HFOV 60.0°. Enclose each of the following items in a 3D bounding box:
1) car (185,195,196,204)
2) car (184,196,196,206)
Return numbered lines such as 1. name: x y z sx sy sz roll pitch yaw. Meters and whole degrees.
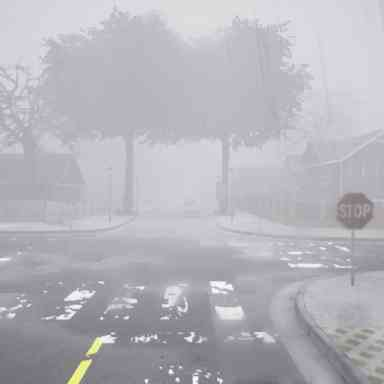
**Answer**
1. car: -0.329 1.530 66.834 2.097 1.767 4.553 0 0 0
2. car: -0.280 1.701 56.815 1.994 1.385 4.181 0 0 0
